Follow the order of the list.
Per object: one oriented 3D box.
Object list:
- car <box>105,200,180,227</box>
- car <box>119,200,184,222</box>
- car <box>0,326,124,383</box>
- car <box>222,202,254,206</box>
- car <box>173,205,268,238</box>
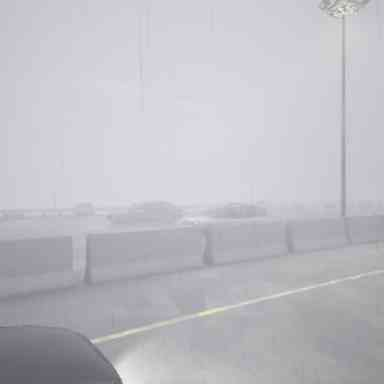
[{"bbox_3d":[-3.101,1.499,22.720,5.357,1.411,2.033,0,0,-32],"label":"car"},{"bbox_3d":[-3.211,1.449,26.702,4.892,1.490,1.837,0,0,-31],"label":"car"},{"bbox_3d":[-2.425,1.556,1.923,4.181,1.385,1.994,0,0,-36],"label":"car"},{"bbox_3d":[2.808,1.452,22.138,4.902,1.511,2.128,0,0,-30],"label":"car"},{"bbox_3d":[1.665,1.569,17.426,4.718,1.301,1.895,0,0,-31],"label":"car"}]
